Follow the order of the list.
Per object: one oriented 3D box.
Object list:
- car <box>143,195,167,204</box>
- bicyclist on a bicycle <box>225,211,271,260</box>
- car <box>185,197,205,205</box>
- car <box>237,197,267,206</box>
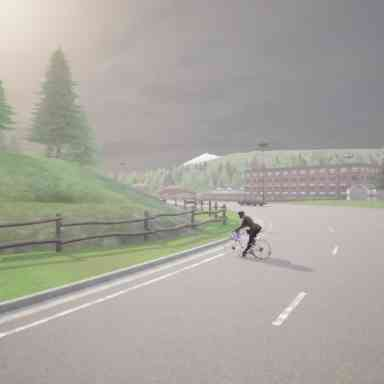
[{"bbox_3d":[-6.922,1.601,63.762,1.895,1.301,4.718,0,0,-40],"label":"car"},{"bbox_3d":[1.831,1.455,11.178,1.656,1.620,0.582,-2,-1,30],"label":"bicyclist on a bicycle"},{"bbox_3d":[0.420,1.564,60.125,1.994,1.385,4.181,0,0,-38],"label":"car"},{"bbox_3d":[9.636,1.547,53.388,2.033,1.411,5.357,0,0,-33],"label":"car"}]
